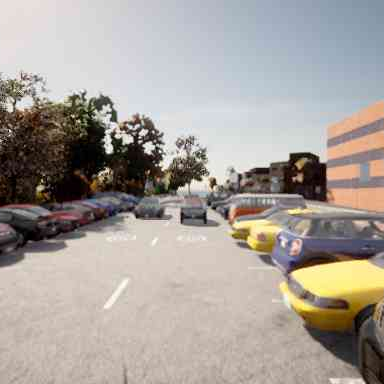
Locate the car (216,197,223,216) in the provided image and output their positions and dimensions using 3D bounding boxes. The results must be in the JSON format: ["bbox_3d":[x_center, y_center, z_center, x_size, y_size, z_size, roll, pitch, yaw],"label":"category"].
[{"bbox_3d":[4.405,1.356,25.207,4.674,1.452,2.002,0,0,0],"label":"car"}]

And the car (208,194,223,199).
[{"bbox_3d":[4.410,1.258,33.683,5.008,1.535,2.097,0,0,0],"label":"car"}]

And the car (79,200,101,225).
[{"bbox_3d":[-8.188,1.382,19.477,4.792,1.488,2.163,0,0,0],"label":"car"}]

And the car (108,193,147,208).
[{"bbox_3d":[-8.108,1.058,42.074,4.553,1.767,2.185,0,0,0],"label":"car"}]

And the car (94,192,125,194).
[{"bbox_3d":[-8.141,0.986,36.293,5.566,2.045,2.435,0,0,0],"label":"car"}]

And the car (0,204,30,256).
[{"bbox_3d":[-8.187,1.283,10.881,4.553,1.767,2.185,0,0,0],"label":"car"}]

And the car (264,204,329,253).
[{"bbox_3d":[4.381,1.300,8.252,4.553,1.767,2.185,0,0,0],"label":"car"}]

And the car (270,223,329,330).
[{"bbox_3d":[4.228,1.441,5.427,5.366,1.575,1.946,0,0,0],"label":"car"}]

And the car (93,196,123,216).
[{"bbox_3d":[-8.156,1.316,25.124,5.008,1.535,2.097,0,0,0],"label":"car"}]

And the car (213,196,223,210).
[{"bbox_3d":[4.409,1.337,28.033,4.674,1.452,2.002,0,0,0],"label":"car"}]

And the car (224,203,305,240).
[{"bbox_3d":[4.225,1.386,13.904,5.366,1.575,1.946,0,0,0],"label":"car"}]

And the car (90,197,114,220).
[{"bbox_3d":[-8.155,1.334,22.301,5.008,1.535,2.097,0,0,0],"label":"car"}]

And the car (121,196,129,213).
[{"bbox_3d":[-8.158,1.298,27.948,4.892,1.521,2.231,0,0,0],"label":"car"}]

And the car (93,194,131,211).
[{"bbox_3d":[-8.174,1.259,33.595,4.892,1.521,2.231,0,0,0],"label":"car"}]

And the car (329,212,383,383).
[{"bbox_3d":[4.386,1.211,2.600,5.566,2.045,2.435,0,0,0],"label":"car"}]

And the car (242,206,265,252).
[{"bbox_3d":[4.597,1.405,11.078,5.366,1.575,1.946,0,0,0],"label":"car"}]

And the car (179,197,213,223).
[{"bbox_3d":[0.093,1.337,23.828,2.128,1.511,4.902,0,0,0],"label":"car"}]

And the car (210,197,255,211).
[{"bbox_3d":[4.407,1.276,36.511,4.674,1.452,2.002,0,0,0],"label":"car"}]

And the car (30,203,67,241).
[{"bbox_3d":[-8.152,1.390,13.705,5.008,1.535,2.097,0,0,0],"label":"car"}]

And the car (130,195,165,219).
[{"bbox_3d":[-3.356,1.175,27.045,2.097,1.767,4.553,0,0,0],"label":"car"}]

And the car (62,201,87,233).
[{"bbox_3d":[-8.163,1.371,16.529,5.008,1.535,2.097,0,0,0],"label":"car"}]

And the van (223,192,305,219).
[{"bbox_3d":[4.292,1.127,19.554,4.442,1.987,1.878,0,0,0],"label":"van"}]

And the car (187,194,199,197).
[{"bbox_3d":[0.088,1.064,41.961,2.097,1.767,4.553,0,0,0],"label":"car"}]
